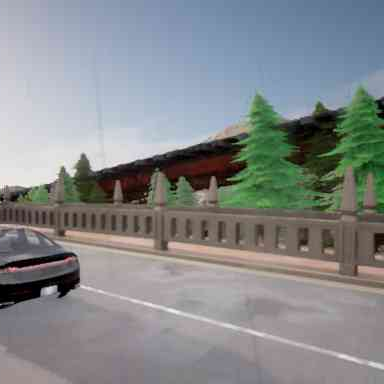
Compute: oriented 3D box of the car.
[{"bbox_3d":[-4.440,1.489,7.160,4.902,1.511,2.128,0,0,36],"label":"car"}]
